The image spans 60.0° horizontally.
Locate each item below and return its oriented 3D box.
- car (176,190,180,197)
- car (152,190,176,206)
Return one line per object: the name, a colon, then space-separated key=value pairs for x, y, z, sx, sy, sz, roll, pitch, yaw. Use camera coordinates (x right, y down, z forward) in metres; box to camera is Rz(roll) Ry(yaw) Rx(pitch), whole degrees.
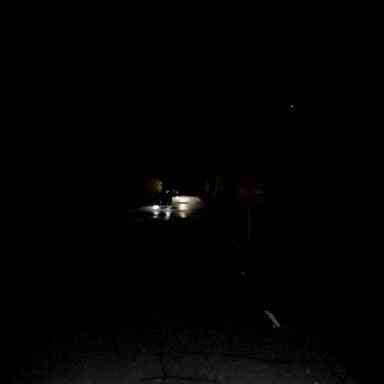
car: x=-3.448 y=0.365 z=67.723 sx=2.128 sy=1.511 sz=4.902 roll=0 pitch=0 yaw=-1
car: x=-3.117 y=0.749 z=35.555 sx=1.994 sy=1.385 sz=4.181 roll=0 pitch=2 yaw=-1
